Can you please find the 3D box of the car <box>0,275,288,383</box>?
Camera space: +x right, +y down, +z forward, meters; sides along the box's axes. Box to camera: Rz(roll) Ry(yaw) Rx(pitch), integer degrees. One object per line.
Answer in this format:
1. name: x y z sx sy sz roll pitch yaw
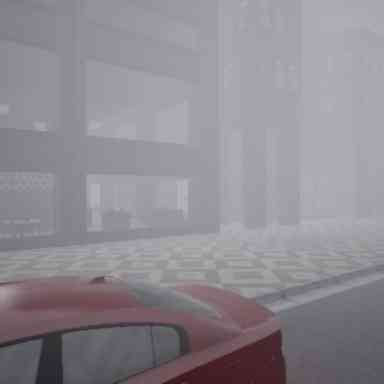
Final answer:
1. car: -1.466 1.478 2.334 5.008 1.535 1.882 0 0 -35
